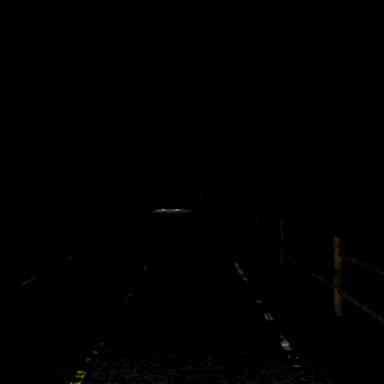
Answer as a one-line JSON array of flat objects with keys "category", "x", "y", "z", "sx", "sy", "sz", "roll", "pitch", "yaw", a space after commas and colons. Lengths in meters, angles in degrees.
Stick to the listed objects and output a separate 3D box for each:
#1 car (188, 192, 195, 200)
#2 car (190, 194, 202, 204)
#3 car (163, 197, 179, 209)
[{"category": "car", "x": -0.017, "y": 1.204, "z": 83.047, "sx": 2.097, "sy": 1.767, "sz": 4.553, "roll": 0, "pitch": 0, "yaw": 0}, {"category": "car", "x": 0.949, "y": 1.533, "z": 64.878, "sx": 1.812, "sy": 1.442, "sz": 4.674, "roll": 0, "pitch": 0, "yaw": 0}, {"category": "car", "x": -2.848, "y": 1.486, "z": 45.144, "sx": 1.882, "sy": 1.535, "sz": 5.008, "roll": 0, "pitch": 0, "yaw": 0}]
